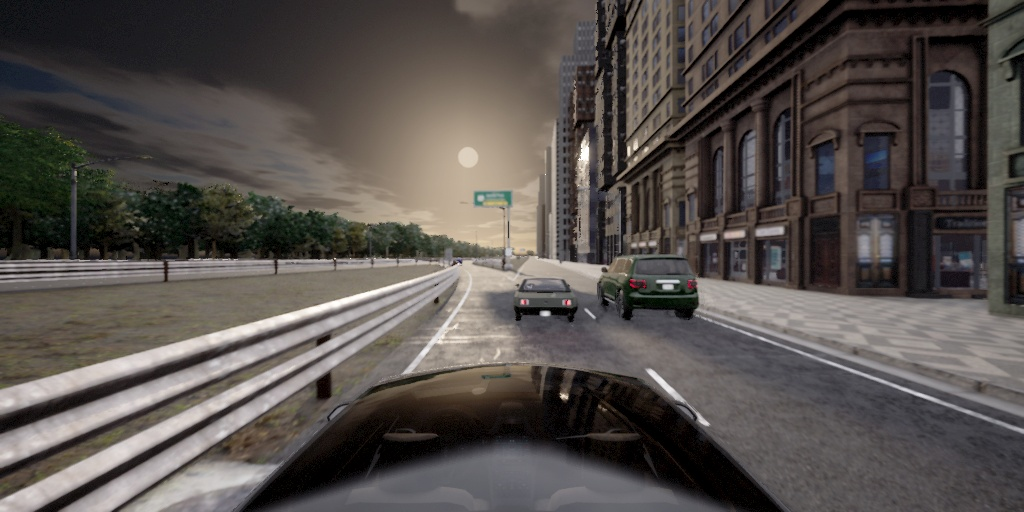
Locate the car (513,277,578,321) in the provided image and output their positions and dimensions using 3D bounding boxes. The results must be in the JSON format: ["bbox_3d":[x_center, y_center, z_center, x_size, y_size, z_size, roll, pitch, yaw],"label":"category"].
[{"bbox_3d":[1.075,1.362,12.467,1.895,1.301,4.718,0,0,3],"label":"car"}]

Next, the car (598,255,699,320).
[{"bbox_3d":[4.596,0.984,12.911,2.150,2.045,5.566,0,0,3],"label":"car"}]
